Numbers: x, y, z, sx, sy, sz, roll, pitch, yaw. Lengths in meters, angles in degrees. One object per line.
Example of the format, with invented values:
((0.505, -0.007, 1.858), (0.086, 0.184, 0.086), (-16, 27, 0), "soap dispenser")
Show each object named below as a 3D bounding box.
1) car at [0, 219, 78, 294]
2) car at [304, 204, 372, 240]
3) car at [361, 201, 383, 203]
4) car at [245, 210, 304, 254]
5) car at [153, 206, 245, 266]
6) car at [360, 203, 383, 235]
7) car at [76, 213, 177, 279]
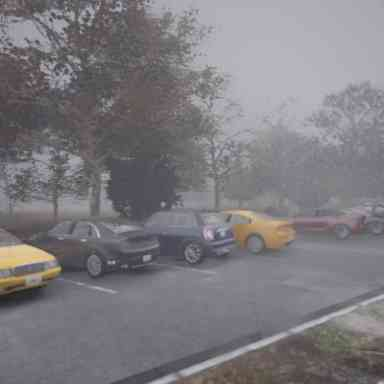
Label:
((-5.435, 1.503, 8.314), (5.366, 1.575, 1.946), (-1, -1, 34), "car")
((6.345, 1.537, 17.189), (4.792, 1.488, 2.163), (-1, -1, 33), "car")
((11.093, 1.507, 20.757), (5.008, 1.535, 2.097), (-1, -1, 33), "car")
((1.624, 1.507, 13.632), (5.008, 1.535, 2.097), (-1, -1, 34), "car")
((-0.751, 1.381, 11.872), (4.553, 1.767, 2.185), (-1, -1, 34), "car")
((8.768, 1.536, 18.948), (4.792, 1.488, 2.163), (-1, -1, 33), "car")
((-3.175, 1.509, 10.142), (4.892, 1.521, 2.231), (-1, 0, 34), "car")
